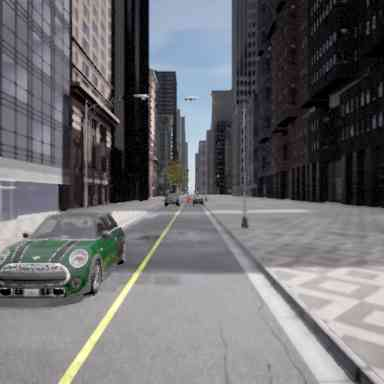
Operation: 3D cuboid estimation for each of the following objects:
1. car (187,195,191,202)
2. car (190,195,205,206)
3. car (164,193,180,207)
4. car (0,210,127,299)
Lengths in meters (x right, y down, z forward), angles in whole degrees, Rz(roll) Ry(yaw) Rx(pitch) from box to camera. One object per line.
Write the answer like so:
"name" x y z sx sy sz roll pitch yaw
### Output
"car" -0.035 1.352 72.951 2.097 1.767 4.553 0 0 0
"car" 1.024 1.497 54.730 1.837 1.490 4.892 0 0 0
"car" -3.076 1.209 51.865 2.150 2.045 5.566 0 0 1
"car" -3.103 1.350 8.675 2.097 1.767 4.553 0 0 0
